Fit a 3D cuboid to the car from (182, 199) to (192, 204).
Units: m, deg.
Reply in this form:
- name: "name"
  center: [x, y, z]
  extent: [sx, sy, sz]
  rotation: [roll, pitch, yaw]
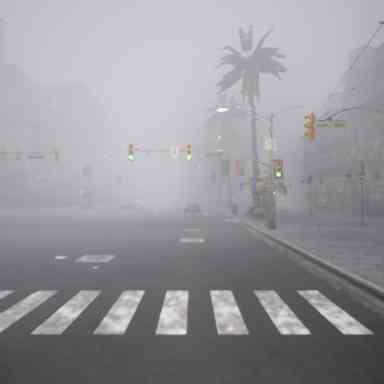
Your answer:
- name: "car"
  center: [-1.369, 2.757, 93.297]
  extent: [1.994, 1.385, 4.181]
  rotation: [0, -1, -12]

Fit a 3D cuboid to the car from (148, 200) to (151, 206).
- name: "car"
  center: [-10.486, 2.449, 75.170]
  extent: [1.882, 1.535, 5.008]
  rotation: [0, -1, 0]

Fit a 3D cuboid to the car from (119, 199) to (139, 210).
- name: "car"
  center: [-10.529, 2.252, 54.471]
  extent: [2.033, 1.411, 5.357]
  rotation: [0, -1, 1]

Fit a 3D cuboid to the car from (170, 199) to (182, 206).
- name: "car"
  center: [-3.485, 2.573, 78.998]
  extent: [1.994, 1.385, 4.181]
  rotation: [0, -1, 0]

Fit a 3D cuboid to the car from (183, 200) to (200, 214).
- name: "car"
  center: [0.037, 2.144, 44.813]
  extent: [1.994, 1.385, 4.181]
  rotation: [0, -1, 1]

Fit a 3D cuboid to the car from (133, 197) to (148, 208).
- name: "car"
  center: [-10.499, 2.058, 64.722]
  extent: [2.150, 2.045, 5.566]
  rotation: [0, -1, 0]

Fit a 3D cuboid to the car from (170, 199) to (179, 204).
- name: "car"
  center: [-4.963, 2.761, 93.557]
  extent: [1.994, 1.385, 4.181]
  rotation: [0, -1, -12]
